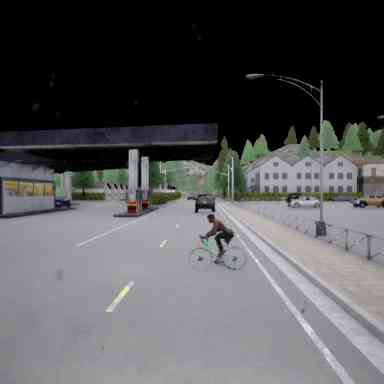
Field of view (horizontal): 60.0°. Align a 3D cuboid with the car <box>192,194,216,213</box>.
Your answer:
[{"bbox_3d":[1.474,1.219,37.660,2.150,2.045,5.566,0,0,2],"label":"car"}]

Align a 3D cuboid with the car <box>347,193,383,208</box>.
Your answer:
[{"bbox_3d":[22.721,1.093,42.155,4.605,1.855,1.932,0,0,2],"label":"car"}]

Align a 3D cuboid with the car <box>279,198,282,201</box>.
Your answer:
[{"bbox_3d":[20.054,1.353,68.154,4.181,1.385,1.994,0,0,2],"label":"car"}]

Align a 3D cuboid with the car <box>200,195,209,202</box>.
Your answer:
[{"bbox_3d":[2.968,1.512,78.981,2.128,1.511,4.902,0,0,2],"label":"car"}]

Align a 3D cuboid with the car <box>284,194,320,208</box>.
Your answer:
[{"bbox_3d":[14.245,1.356,42.387,3.806,1.475,1.970,0,0,2],"label":"car"}]

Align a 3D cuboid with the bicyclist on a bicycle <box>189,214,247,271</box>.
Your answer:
[{"bbox_3d":[0.717,1.441,9.433,1.656,1.620,0.582,-1,0,2],"label":"bicyclist on a bicycle"}]

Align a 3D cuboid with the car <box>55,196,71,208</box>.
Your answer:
[{"bbox_3d":[-19.004,1.474,47.321,2.242,1.667,4.611,0,0,2],"label":"car"}]

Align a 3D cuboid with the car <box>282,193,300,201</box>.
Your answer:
[{"bbox_3d":[14.962,1.072,45.691,3.866,1.878,1.905,0,0,2],"label":"car"}]

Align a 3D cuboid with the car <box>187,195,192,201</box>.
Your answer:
[{"bbox_3d":[-0.264,1.529,86.952,2.033,1.411,5.357,0,0,2],"label":"car"}]

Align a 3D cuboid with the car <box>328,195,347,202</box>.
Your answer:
[{"bbox_3d":[30.697,1.341,67.786,5.357,1.411,2.033,0,0,2],"label":"car"}]

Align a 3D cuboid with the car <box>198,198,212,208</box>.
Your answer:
[{"bbox_3d":[1.889,1.558,48.756,1.994,1.385,4.181,0,0,2],"label":"car"}]
